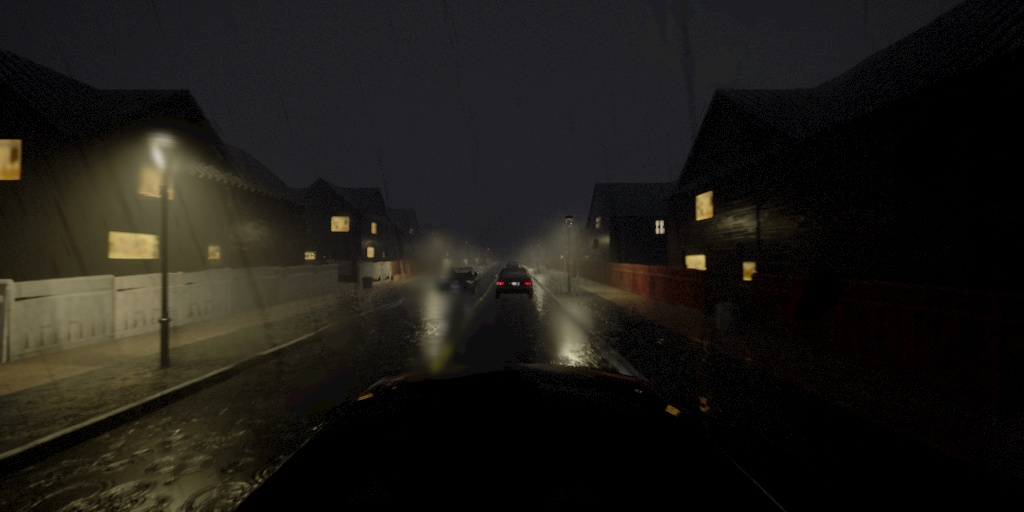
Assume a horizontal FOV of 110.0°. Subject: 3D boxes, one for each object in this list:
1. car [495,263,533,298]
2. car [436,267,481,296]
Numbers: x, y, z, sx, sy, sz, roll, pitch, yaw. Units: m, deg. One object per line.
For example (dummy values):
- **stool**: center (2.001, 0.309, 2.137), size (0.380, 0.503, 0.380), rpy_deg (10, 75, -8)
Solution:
- **car**: center (0.102, 1.287, 18.529), size (2.033, 1.411, 5.357), rpy_deg (0, 0, 0)
- **car**: center (-2.747, 1.304, 19.296), size (1.994, 1.385, 4.181), rpy_deg (0, 0, 0)
